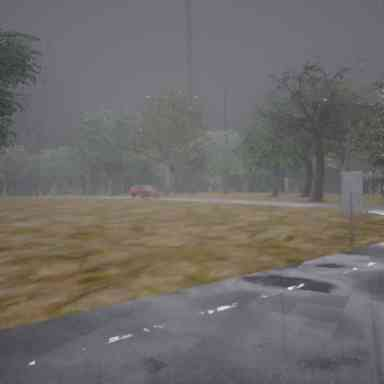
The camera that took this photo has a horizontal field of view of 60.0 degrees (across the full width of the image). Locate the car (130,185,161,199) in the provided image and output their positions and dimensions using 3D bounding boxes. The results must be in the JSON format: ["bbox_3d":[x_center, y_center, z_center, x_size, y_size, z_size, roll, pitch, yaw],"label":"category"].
[{"bbox_3d":[-7.217,-0.057,50.956,5.566,2.045,2.150,0,0,43],"label":"car"}]
